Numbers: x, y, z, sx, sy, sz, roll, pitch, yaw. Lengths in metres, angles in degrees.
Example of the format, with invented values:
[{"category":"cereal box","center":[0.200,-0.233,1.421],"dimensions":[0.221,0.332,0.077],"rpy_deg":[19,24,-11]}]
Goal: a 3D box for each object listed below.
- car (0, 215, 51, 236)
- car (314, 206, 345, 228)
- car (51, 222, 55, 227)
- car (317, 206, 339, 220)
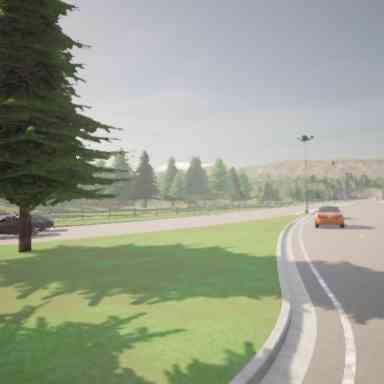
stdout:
[{"category":"car","center":[-12.962,2.413,23.465],"dimensions":[4.892,1.490,1.837],"rpy_deg":[0,-2,-42]},{"category":"car","center":[11.175,1.912,27.196],"dimensions":[2.097,1.767,4.553],"rpy_deg":[-2,-2,20]},{"category":"car","center":[-13.779,2.558,27.382],"dimensions":[4.674,1.442,1.812],"rpy_deg":[0,-2,-42]},{"category":"car","center":[15.808,2.337,38.467],"dimensions":[2.033,1.411,5.357],"rpy_deg":[-2,-2,25]}]
